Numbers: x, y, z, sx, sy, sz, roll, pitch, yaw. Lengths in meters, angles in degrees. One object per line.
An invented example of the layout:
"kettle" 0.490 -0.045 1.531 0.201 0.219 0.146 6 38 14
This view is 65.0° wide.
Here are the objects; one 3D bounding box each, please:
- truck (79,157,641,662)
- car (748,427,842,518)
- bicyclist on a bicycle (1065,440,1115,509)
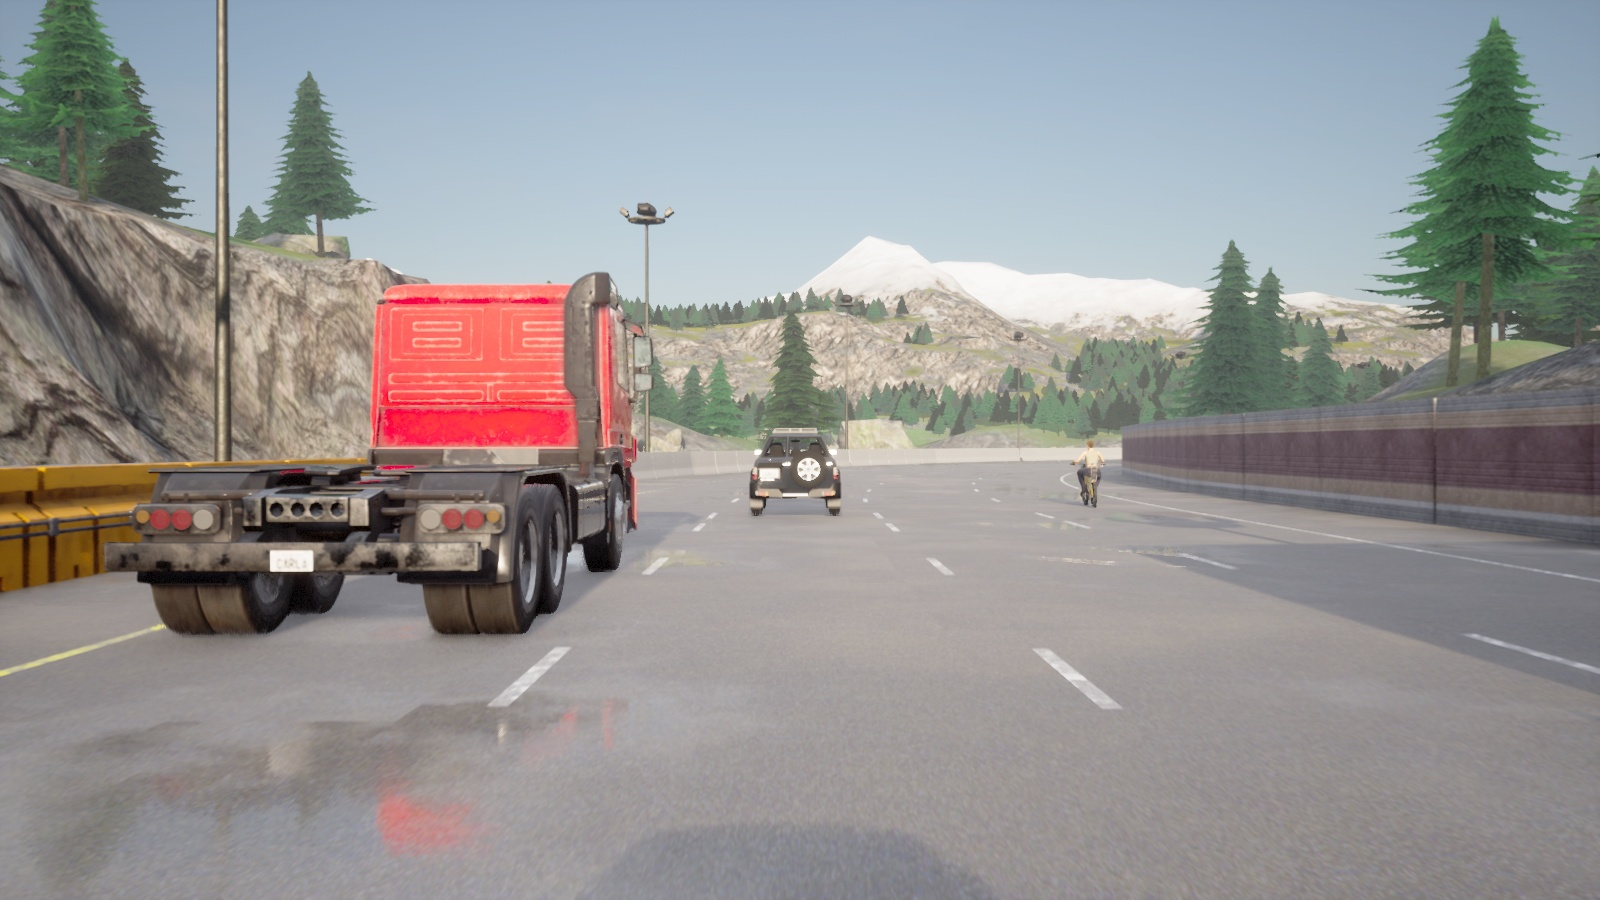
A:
"truck" -3.517 -0.288 12.586 2.891 3.462 7.936 0 0 0
"car" -0.097 0.453 27.995 1.932 1.855 4.605 0 0 0
"bicyclist on a bicycle" 6.942 0.570 30.117 0.866 1.612 1.509 0 0 1
